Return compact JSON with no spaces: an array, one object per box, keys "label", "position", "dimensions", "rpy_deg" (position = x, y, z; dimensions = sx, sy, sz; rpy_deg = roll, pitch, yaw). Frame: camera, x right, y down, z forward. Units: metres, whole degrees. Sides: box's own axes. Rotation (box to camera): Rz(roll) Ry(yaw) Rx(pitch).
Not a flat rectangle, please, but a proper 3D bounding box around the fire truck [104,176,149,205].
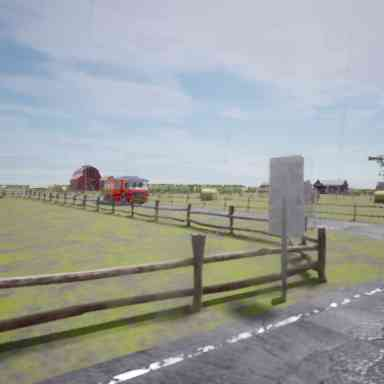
[{"label":"fire truck","position":[-8.982,-0.239,44.795],"dimensions":[2.891,3.827,8.468],"rpy_deg":[1,0,-35]}]
